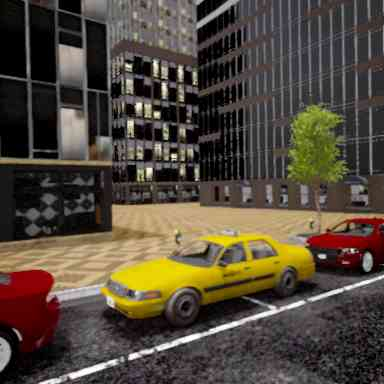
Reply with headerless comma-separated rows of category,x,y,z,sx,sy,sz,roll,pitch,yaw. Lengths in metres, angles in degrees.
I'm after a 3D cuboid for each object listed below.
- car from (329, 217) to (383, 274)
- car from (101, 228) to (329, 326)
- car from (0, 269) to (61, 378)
car,5.376,1.497,10.375,4.507,1.381,1.887,0,-1,-35
car,0.599,1.505,6.966,4.829,1.417,1.752,0,-1,-35
car,-3.901,1.550,3.754,4.507,1.381,1.887,0,-1,-35
